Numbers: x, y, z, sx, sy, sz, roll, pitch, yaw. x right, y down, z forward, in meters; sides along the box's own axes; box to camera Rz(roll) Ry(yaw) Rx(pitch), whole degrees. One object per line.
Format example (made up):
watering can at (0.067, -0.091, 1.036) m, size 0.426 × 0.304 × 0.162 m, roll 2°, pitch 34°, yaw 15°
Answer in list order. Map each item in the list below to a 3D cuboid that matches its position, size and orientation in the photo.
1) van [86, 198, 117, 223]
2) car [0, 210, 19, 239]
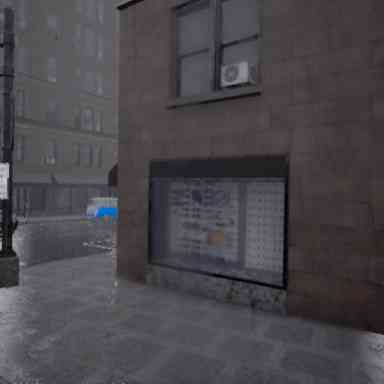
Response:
van at (-6.093, 1.336, 25.220) m, size 1.690 × 1.788 × 3.998 m, roll 0°, pitch -1°, yaw 35°
car at (-10.081, 1.366, 14.374) m, size 2.128 × 1.511 × 4.902 m, roll 1°, pitch 0°, yaw 29°
